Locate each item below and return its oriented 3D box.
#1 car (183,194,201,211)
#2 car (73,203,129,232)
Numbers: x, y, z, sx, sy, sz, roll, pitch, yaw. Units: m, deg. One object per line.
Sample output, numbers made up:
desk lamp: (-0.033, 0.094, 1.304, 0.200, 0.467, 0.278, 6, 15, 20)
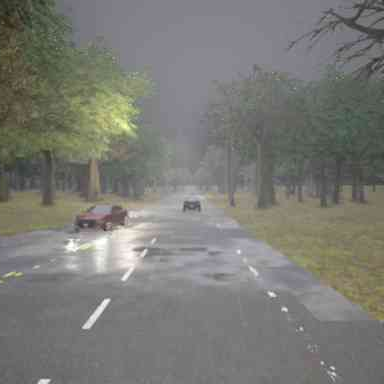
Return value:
car: (-0.002, 1.345, 38.692, 1.882, 1.535, 5.008, 0, 0, 0)
car: (-5.301, 1.437, 19.949, 1.882, 1.535, 5.008, 0, 0, 7)
